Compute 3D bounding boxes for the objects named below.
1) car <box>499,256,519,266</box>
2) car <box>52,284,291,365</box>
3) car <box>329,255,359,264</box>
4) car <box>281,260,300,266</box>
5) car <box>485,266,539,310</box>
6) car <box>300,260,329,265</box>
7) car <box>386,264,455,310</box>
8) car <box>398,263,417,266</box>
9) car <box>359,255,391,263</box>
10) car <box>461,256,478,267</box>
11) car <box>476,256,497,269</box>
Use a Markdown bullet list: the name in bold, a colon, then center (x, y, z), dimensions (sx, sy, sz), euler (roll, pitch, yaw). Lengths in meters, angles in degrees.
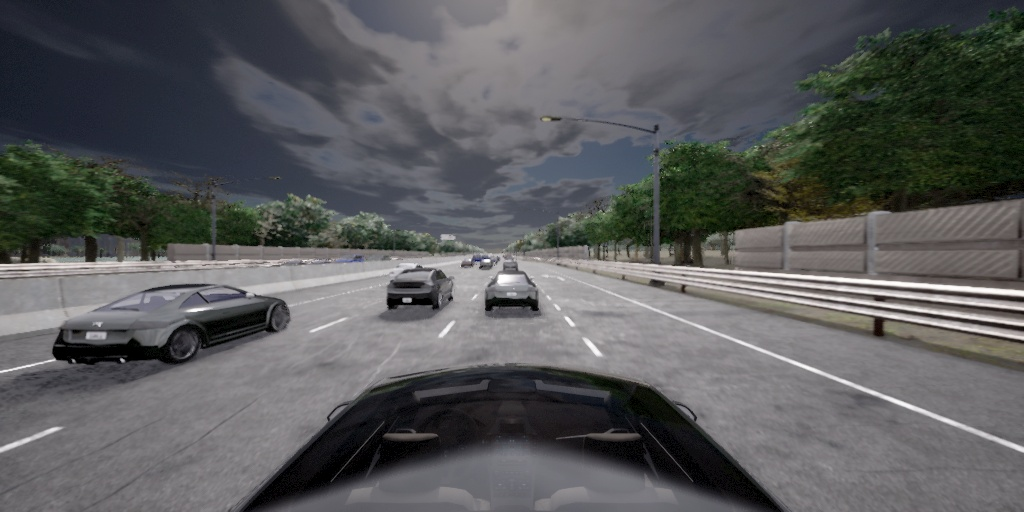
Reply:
- **car**: center (-0.194, 1.131, 45.628), dimensions (2.128, 1.511, 4.902), euler (0, 0, -1)
- **car**: center (-7.003, 1.304, 8.042), dimensions (1.994, 1.385, 4.181), euler (0, 0, 0)
- **car**: center (-21.257, 0.858, 47.141), dimensions (2.150, 2.045, 5.566), euler (0, 0, 0)
- **car**: center (-28.253, 1.204, 46.896), dimensions (1.994, 1.385, 4.181), euler (0, 0, 0)
- **car**: center (-0.014, 1.285, 14.435), dimensions (1.994, 1.385, 4.181), euler (0, 0, 0)
- **car**: center (-24.749, 1.187, 46.843), dimensions (2.033, 1.411, 5.357), euler (0, 0, 0)
- **car**: center (-3.515, 1.228, 14.441), dimensions (1.837, 1.490, 4.892), euler (0, 0, 0)
- **car**: center (-7.053, 1.220, 24.845), dimensions (1.812, 1.442, 4.674), euler (0, 0, 0)
- **car**: center (-17.762, 0.855, 47.605), dimensions (2.150, 2.045, 5.566), euler (0, 0, 0)
- **car**: center (-7.342, 1.145, 59.999), dimensions (2.033, 1.411, 5.357), euler (0, 0, -1)
- **car**: center (-3.770, 1.164, 53.601), dimensions (2.033, 1.411, 5.357), euler (0, 0, -1)
